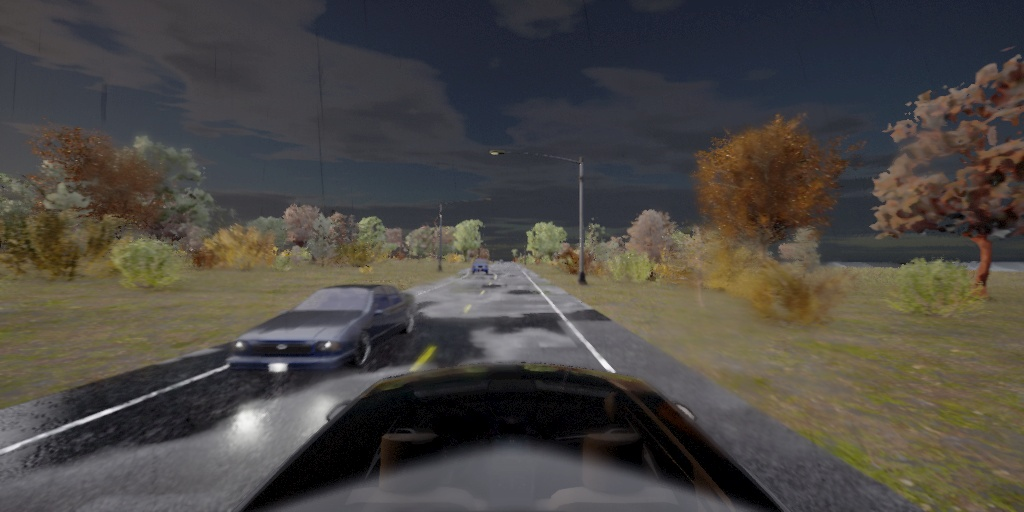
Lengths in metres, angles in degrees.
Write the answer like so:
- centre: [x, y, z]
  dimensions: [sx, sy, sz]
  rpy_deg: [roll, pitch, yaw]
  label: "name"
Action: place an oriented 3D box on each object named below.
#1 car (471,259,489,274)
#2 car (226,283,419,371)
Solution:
- centre: [-4.333, 1.381, 49.051]
  dimensions: [2.150, 2.045, 5.566]
  rpy_deg: [0, -1, -5]
  label: "car"
- centre: [-3.595, 1.351, 8.181]
  dimensions: [2.033, 1.411, 5.357]
  rpy_deg: [0, -1, 0]
  label: "car"
